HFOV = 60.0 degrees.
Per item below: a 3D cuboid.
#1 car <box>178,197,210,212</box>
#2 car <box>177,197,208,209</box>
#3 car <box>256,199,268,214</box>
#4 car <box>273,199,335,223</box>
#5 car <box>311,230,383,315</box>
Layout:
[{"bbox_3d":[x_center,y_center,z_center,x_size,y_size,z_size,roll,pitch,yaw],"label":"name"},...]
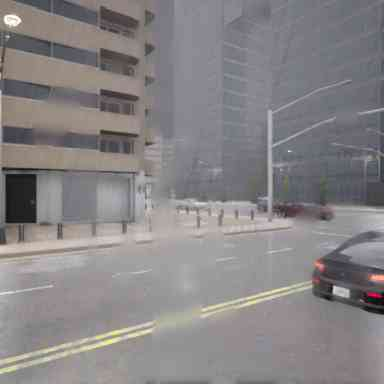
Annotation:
[{"bbox_3d":[0.170,1.470,38.859,1.812,1.442,4.674,0,0,-35],"label":"car"},{"bbox_3d":[0.056,1.470,45.089,1.812,1.442,4.674,0,0,-35],"label":"car"},{"bbox_3d":[8.612,1.449,33.115,1.837,1.490,4.892,0,0,-36],"label":"car"},{"bbox_3d":[8.690,1.432,25.748,1.882,1.535,5.008,1,0,-23],"label":"car"},{"bbox_3d":[4.409,1.526,6.961,4.674,1.442,1.812,0,0,-35],"label":"car"}]
